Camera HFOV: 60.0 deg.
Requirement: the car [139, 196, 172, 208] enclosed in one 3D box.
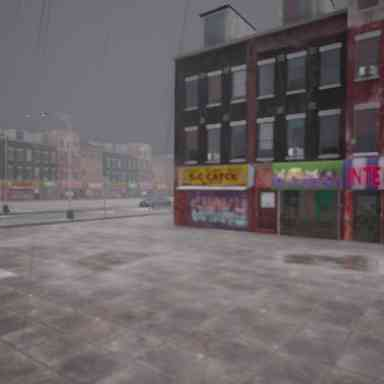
[{"bbox_3d":[-4.278,1.166,38.918,1.994,1.385,4.181,1,1,35],"label":"car"}]
